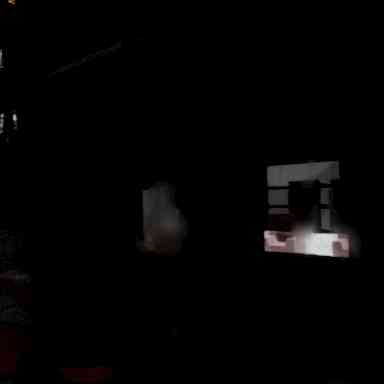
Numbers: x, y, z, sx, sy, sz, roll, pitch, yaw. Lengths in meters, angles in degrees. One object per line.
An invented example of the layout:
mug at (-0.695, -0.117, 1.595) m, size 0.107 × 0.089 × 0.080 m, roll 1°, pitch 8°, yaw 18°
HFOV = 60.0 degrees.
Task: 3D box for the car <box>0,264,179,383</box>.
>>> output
car at (-2.007, 1.592, 4.176) m, size 4.206 × 1.307 × 1.802 m, roll 0°, pitch -2°, yaw 36°

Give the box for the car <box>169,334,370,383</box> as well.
car at (2.357, 1.522, 1.065) m, size 4.829 × 1.417 × 1.752 m, roll 0°, pitch -2°, yaw 36°
